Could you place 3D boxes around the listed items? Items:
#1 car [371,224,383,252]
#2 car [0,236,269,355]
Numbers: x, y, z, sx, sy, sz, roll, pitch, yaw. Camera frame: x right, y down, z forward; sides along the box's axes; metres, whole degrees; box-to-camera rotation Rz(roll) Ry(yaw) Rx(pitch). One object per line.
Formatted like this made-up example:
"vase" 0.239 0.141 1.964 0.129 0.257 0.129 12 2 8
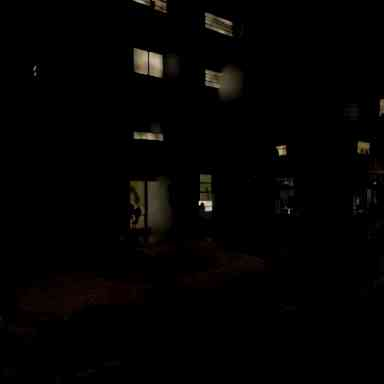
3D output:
"car" 8.451 1.550 12.556 4.403 1.369 2.008 0 0 -35
"car" -0.697 1.525 6.060 4.829 1.417 1.752 0 0 -35
